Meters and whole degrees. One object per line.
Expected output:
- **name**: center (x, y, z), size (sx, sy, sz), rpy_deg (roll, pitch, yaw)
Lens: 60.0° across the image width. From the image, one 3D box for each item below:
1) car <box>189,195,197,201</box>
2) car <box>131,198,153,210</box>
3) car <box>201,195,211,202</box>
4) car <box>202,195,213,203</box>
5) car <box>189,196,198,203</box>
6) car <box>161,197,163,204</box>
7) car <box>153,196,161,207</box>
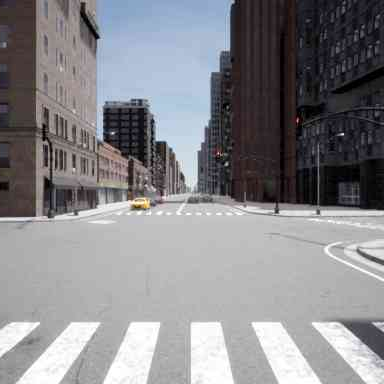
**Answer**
- **car**: center (0.163, 1.559, 82.119), size (1.994, 1.385, 4.181), rpy_deg (0, 0, 0)
- **car**: center (-6.514, 1.486, 42.186), size (1.882, 1.535, 5.008), rpy_deg (0, 0, 0)
- **car**: center (3.412, 1.501, 81.372), size (2.128, 1.511, 4.902), rpy_deg (0, 0, 0)
- **car**: center (3.391, 1.533, 70.952), size (2.128, 1.511, 4.902), rpy_deg (0, 0, 0)
- **car**: center (0.237, 1.500, 68.390), size (2.128, 1.511, 4.902), rpy_deg (0, 0, 0)
- **car**: center (-6.440, 1.489, 61.857), size (1.882, 1.535, 5.008), rpy_deg (0, 0, 0)
- **car**: center (-6.481, 1.575, 51.436), size (1.994, 1.385, 4.181), rpy_deg (0, 0, 1)
